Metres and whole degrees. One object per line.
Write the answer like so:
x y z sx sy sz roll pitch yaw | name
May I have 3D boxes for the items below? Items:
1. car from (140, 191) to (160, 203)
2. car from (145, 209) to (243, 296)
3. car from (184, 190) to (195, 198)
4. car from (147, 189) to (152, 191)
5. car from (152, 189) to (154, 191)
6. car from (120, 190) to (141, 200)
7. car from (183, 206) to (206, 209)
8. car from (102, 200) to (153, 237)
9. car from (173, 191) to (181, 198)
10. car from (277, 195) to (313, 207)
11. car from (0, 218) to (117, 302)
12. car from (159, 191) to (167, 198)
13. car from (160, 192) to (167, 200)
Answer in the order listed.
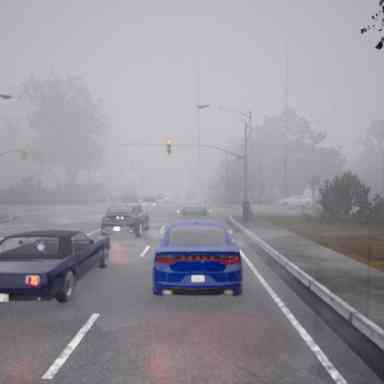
-6.992 1.006 56.009 1.882 1.535 5.008 0 1 0 | car
0.115 1.441 8.650 1.882 1.535 5.008 0 0 0 | car
-0.333 0.372 85.522 2.150 2.045 5.566 0 1 -4 | car
-10.442 0.715 71.360 2.097 1.767 4.553 0 1 0 | car
-10.924 0.350 86.869 2.150 2.045 5.566 0 1 -3 | car
-10.485 0.748 56.102 2.150 2.045 5.566 0 1 1 | car
0.128 1.449 17.631 1.994 1.385 4.181 0 0 0 | car
-3.372 1.392 17.355 1.837 1.490 4.892 0 0 0 | car
-3.830 0.690 85.388 2.033 1.411 5.357 0 1 -4 | car
13.293 1.176 42.880 4.674 1.442 1.812 0 1 -3 | car
-3.386 1.568 8.104 1.895 1.301 4.718 0 0 0 | car
-7.346 0.630 85.586 1.882 1.535 5.008 0 1 -3 | car
-6.934 0.920 70.728 1.994 1.385 4.181 0 1 0 | car
